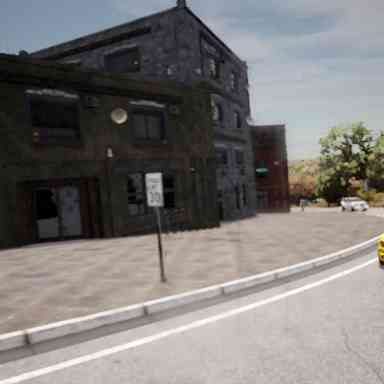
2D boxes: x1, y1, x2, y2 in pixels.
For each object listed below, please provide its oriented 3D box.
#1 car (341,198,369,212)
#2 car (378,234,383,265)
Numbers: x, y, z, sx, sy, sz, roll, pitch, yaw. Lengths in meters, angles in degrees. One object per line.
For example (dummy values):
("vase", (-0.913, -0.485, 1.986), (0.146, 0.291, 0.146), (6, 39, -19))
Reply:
("car", (24.239, 1.877, 49.729), (2.150, 2.045, 5.566), (-4, -3, 3))
("car", (7.589, 1.454, 10.761), (1.882, 1.535, 5.008), (-1, -1, 43))
